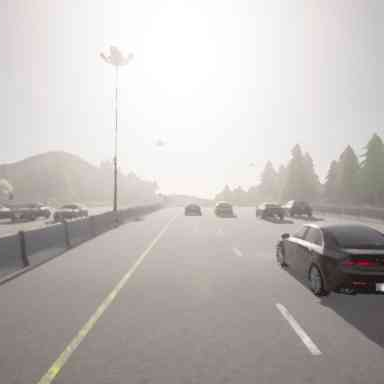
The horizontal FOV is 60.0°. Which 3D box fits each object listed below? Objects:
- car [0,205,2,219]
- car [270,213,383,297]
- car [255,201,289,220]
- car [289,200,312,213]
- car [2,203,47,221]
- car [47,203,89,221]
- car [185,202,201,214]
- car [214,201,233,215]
[{"bbox_3d":[-17.499,1.800,29.159,1.994,1.385,4.181,0,-1,0],"label":"car"},{"bbox_3d":[3.600,1.532,8.654,1.837,1.490,4.892,0,0,0],"label":"car"},{"bbox_3d":[7.101,1.734,30.680,1.837,1.490,4.892,0,-1,0],"label":"car"},{"bbox_3d":[10.602,1.633,34.141,2.097,1.767,4.553,0,-1,0],"label":"car"},{"bbox_3d":[-13.999,1.718,29.158,2.128,1.511,4.902,0,-1,0],"label":"car"},{"bbox_3d":[-10.499,1.761,29.160,1.837,1.490,4.892,0,-1,0],"label":"car"},{"bbox_3d":[0.101,1.958,41.577,1.994,1.385,4.181,0,-1,0],"label":"car"},{"bbox_3d":[3.602,1.830,38.782,1.882,1.535,5.008,0,-1,0],"label":"car"}]
